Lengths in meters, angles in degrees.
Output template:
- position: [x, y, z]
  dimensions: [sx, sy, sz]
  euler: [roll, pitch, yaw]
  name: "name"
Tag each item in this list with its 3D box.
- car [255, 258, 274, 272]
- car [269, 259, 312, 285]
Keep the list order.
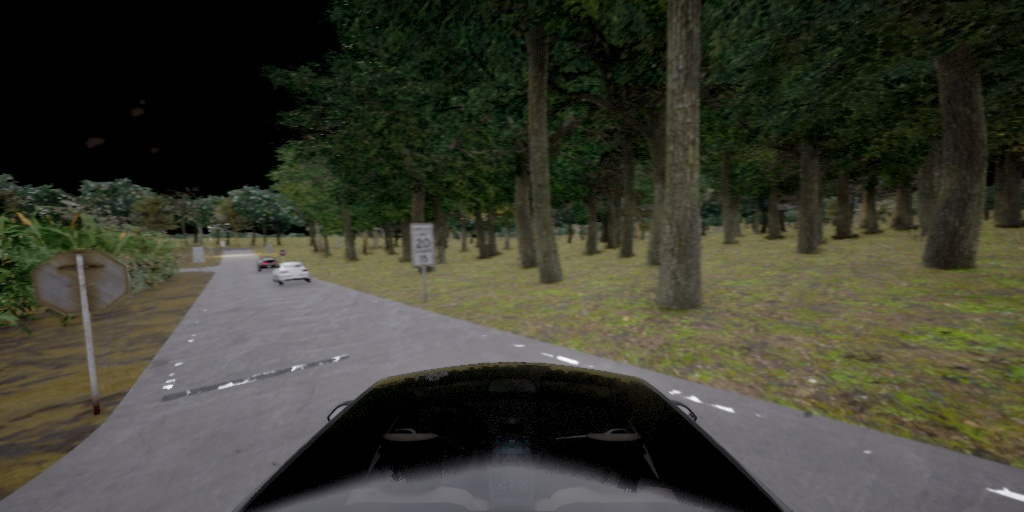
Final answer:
- position: [-28.119, 0.922, 41.185]
  dimensions: [1.837, 1.490, 4.892]
  euler: [-5, 3, -38]
  name: "car"
- position: [-15.546, 1.128, 25.207]
  dimensions: [1.812, 1.442, 4.674]
  euler: [-5, 4, -38]
  name: "car"
